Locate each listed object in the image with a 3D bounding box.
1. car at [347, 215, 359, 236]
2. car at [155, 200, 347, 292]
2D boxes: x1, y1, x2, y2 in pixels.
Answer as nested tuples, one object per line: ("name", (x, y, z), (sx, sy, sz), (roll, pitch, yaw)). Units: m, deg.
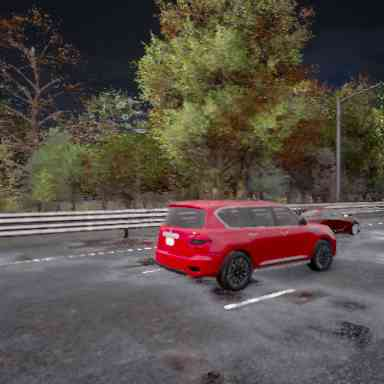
("car", (6.647, 1.519, 17.081), (5.008, 1.535, 1.882), (0, 0, -35))
("car", (1.677, 1.240, 9.241), (5.566, 2.045, 2.150), (0, 0, -35))
